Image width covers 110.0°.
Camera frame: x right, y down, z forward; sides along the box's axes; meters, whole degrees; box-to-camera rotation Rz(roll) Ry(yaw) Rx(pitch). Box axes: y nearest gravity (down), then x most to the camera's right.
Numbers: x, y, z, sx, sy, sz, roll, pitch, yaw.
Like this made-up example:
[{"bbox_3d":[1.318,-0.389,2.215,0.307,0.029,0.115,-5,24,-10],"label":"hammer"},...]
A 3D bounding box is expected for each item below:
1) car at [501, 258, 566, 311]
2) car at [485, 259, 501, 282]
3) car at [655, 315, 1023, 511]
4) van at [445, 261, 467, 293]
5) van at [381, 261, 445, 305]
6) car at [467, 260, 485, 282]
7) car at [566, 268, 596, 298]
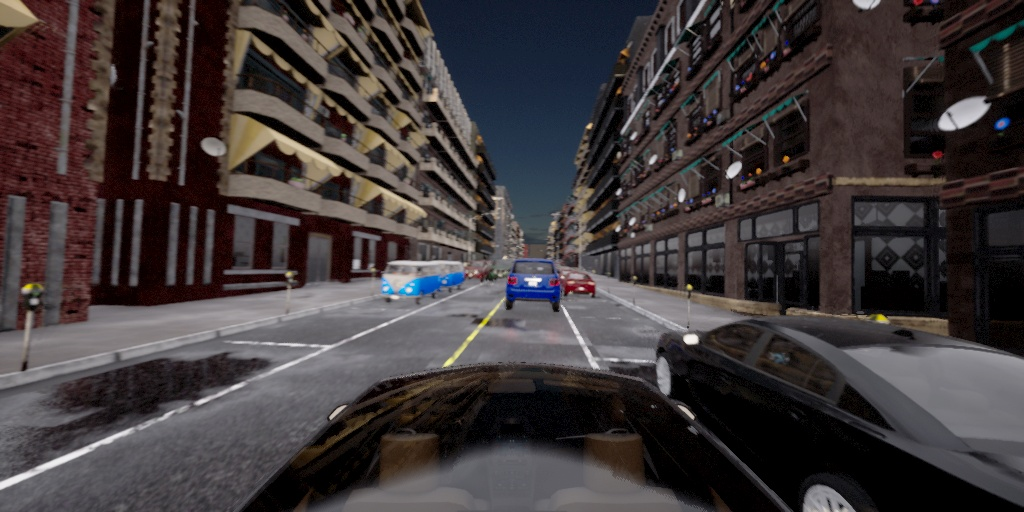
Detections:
[{"bbox_3d":[0.958,1.147,15.886,2.150,2.045,5.566,2,-1,4],"label":"car"},{"bbox_3d":[-0.782,1.297,32.848,2.150,2.045,5.566,2,-1,4],"label":"car"},{"bbox_3d":[3.003,1.328,3.531,1.882,1.535,5.008,2,-1,4],"label":"car"},{"bbox_3d":[-4.087,1.195,21.697,1.690,1.789,3.998,0,0,4],"label":"van"},{"bbox_3d":[-4.475,1.121,16.179,1.690,1.789,3.998,0,0,4],"label":"van"},{"bbox_3d":[-3.311,1.319,32.729,2.192,1.841,5.009,0,0,4],"label":"car"},{"bbox_3d":[3.769,1.608,21.080,1.888,1.381,4.507,0,0,4],"label":"car"}]
